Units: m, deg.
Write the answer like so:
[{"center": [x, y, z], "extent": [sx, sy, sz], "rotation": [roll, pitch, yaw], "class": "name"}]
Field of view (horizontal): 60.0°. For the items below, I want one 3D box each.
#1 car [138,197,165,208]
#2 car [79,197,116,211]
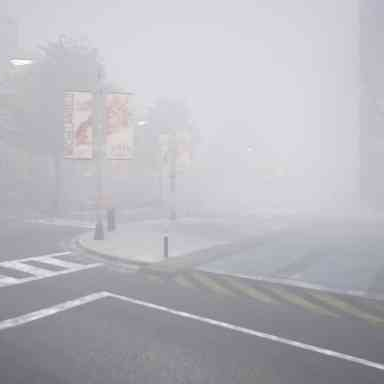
[{"center": [-5.809, 1.531, 48.587], "extent": [1.812, 1.442, 4.674], "rotation": [0, 0, 35], "class": "car"}, {"center": [-11.476, 1.357, 40.573], "extent": [2.097, 1.767, 4.553], "rotation": [0, 0, 35], "class": "car"}]
